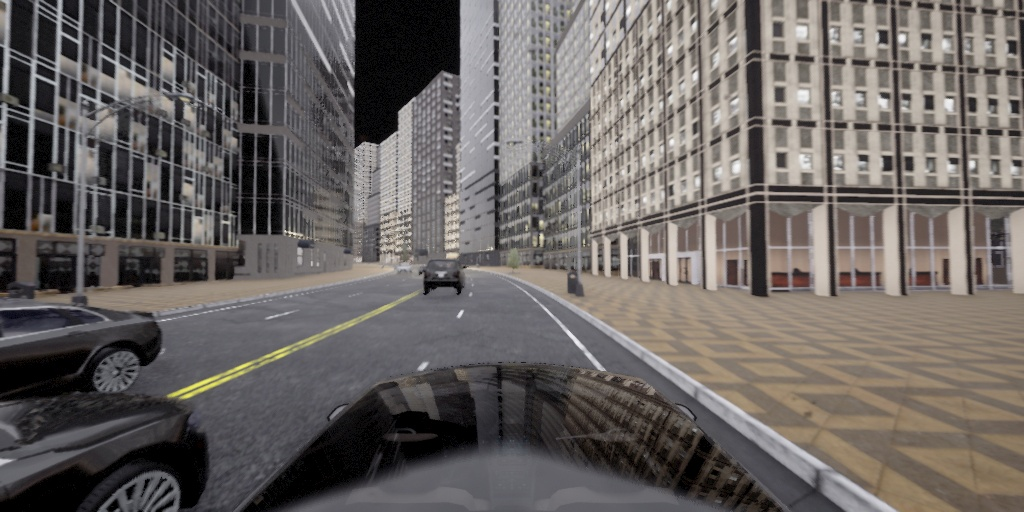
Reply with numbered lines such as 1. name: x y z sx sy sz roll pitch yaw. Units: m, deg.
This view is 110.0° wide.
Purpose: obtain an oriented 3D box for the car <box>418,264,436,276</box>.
1. car: -10.729 1.727 45.453 1.994 1.385 4.181 0 0 -10

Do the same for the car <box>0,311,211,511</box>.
1. car: -3.202 1.248 0.702 2.128 1.511 4.902 0 -1 0

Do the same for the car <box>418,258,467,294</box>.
1. car: -4.057 1.169 22.097 2.150 2.045 5.566 0 0 -5

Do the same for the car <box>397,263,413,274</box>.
1. car: -14.890 1.731 49.888 1.812 1.442 4.674 0 0 -11

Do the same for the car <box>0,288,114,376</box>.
1. car: -9.938 1.397 5.973 1.994 1.385 4.181 0 0 -1

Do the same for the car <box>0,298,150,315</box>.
1. car: -6.655 1.292 3.841 2.128 1.511 4.902 0 0 -1
